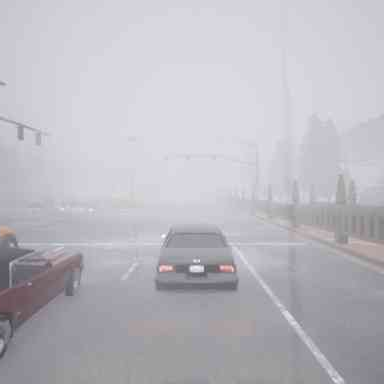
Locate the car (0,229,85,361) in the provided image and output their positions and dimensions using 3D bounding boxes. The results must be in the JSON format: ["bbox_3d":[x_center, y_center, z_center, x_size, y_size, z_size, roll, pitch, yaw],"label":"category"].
[{"bbox_3d":[-3.407,1.601,5.657,1.895,1.301,4.718,0,0,0],"label":"car"}]

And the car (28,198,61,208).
[{"bbox_3d":[-21.157,1.547,47.347,2.033,1.411,5.357,0,0,0],"label":"car"}]

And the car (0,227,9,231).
[{"bbox_3d":[-6.912,1.351,9.354,2.097,1.767,4.553,0,0,0],"label":"car"}]

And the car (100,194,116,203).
[{"bbox_3d":[-17.587,1.355,69.694,2.097,1.767,4.553,0,0,0],"label":"car"}]

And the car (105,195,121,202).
[{"bbox_3d":[-14.147,1.601,57.310,1.895,1.301,4.718,0,0,0],"label":"car"}]

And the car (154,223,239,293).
[{"bbox_3d":[0.088,1.548,9.014,2.033,1.411,5.357,0,0,0],"label":"car"}]

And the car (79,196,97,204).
[{"bbox_3d":[-21.085,1.525,67.558,2.128,1.511,4.902,0,0,0],"label":"car"}]

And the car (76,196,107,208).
[{"bbox_3d":[-14.157,1.547,47.238,2.033,1.411,5.357,0,0,0],"label":"car"}]

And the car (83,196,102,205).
[{"bbox_3d":[-17.638,1.478,59.395,1.882,1.535,5.008,0,0,0],"label":"car"}]

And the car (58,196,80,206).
[{"bbox_3d":[-21.143,1.478,57.218,1.882,1.535,5.008,0,0,0],"label":"car"}]

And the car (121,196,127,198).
[{"bbox_3d":[-14.086,1.491,67.754,2.128,1.511,4.902,0,0,0],"label":"car"}]

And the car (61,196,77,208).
[{"bbox_3d":[-17.641,1.526,49.360,1.812,1.442,4.674,0,0,0],"label":"car"}]
